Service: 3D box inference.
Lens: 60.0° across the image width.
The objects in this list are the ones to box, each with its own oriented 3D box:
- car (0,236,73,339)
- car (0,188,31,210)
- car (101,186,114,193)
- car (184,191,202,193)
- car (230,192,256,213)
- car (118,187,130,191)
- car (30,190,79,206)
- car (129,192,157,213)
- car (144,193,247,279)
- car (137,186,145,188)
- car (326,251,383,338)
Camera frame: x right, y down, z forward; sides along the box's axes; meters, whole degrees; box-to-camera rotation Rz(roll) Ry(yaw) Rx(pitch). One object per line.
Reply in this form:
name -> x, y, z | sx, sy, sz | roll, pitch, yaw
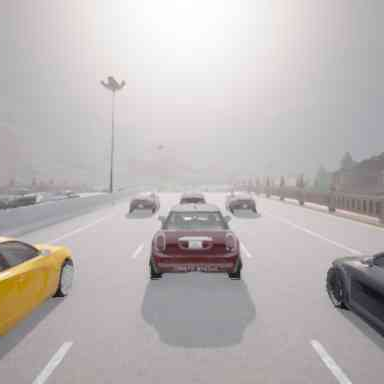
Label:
car -> -3.424, 1.370, 4.999 | 1.882, 1.535, 5.008 | 0, 2, 0
car -> -14.133, 0.487, 26.421 | 2.097, 1.767, 4.553 | 0, 2, 0
car -> -17.598, -0.558, 69.275 | 1.837, 1.490, 4.892 | 0, 0, 0
car -> 0.059, 0.628, 25.590 | 1.882, 1.535, 5.008 | 0, 2, 0
car -> 3.559, 0.708, 24.608 | 1.812, 1.442, 4.674 | 0, 2, 0
car -> -14.098, -0.467, 69.250 | 1.895, 1.301, 4.718 | 0, 0, 0
car -> -10.634, 0.605, 26.894 | 2.128, 1.511, 4.902 | 0, 2, 0
car -> -3.441, 0.715, 24.610 | 1.812, 1.442, 4.674 | 0, 2, 0
car -> 0.079, 1.090, 9.408 | 2.097, 1.767, 4.553 | 0, 2, 0
car -> -10.598, -0.540, 69.285 | 2.128, 1.511, 4.902 | 0, 0, 0
car -> 3.576, 1.457, 4.765 | 1.994, 1.385, 4.181 | 0, 2, 0
